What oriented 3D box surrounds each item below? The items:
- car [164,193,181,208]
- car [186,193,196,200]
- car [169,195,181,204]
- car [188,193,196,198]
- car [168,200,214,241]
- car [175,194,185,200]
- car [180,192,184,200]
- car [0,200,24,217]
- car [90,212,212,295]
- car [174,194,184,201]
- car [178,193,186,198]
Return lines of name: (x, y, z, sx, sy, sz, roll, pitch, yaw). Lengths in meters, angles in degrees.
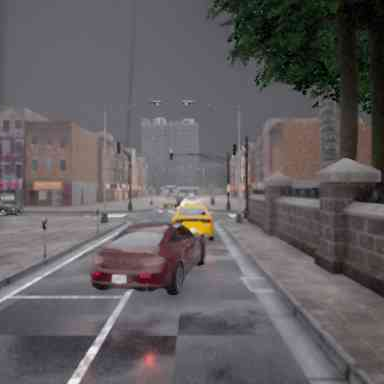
car: (-2.682, 1.252, 42.496, 1.752, 1.417, 4.829, 0, 0, 0)
car: (-0.074, 1.126, 73.668, 1.895, 1.301, 4.718, 0, 0, 0)
car: (-2.693, 1.241, 53.571, 1.802, 1.307, 4.206, 0, 0, 0)
car: (-0.084, 0.881, 83.642, 1.994, 1.385, 4.181, 0, 0, 0)
car: (0.030, 1.371, 16.192, 1.882, 1.535, 5.008, 0, 0, 0)
car: (-2.715, 1.078, 75.378, 2.008, 1.369, 4.403, 0, 0, 0)
car: (-2.688, 1.007, 48.117, 2.192, 1.841, 5.009, 0, 0, 0)
car: (-16.763, 1.341, 27.960, 4.892, 1.490, 1.837, 0, 0, 0)
car: (-0.864, 1.468, 8.545, 1.812, 1.442, 4.674, 0, 0, 13)
car: (-2.710, 1.126, 69.926, 1.947, 1.339, 4.313, 0, 0, 0)
car: (-2.732, 0.981, 91.735, 2.008, 1.369, 4.403, 0, 0, 0)
